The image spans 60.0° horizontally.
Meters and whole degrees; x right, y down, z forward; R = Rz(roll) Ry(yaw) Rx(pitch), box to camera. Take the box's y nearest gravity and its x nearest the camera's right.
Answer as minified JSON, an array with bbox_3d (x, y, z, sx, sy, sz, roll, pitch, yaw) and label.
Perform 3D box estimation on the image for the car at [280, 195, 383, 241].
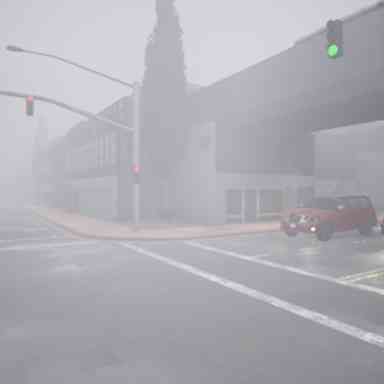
[{"bbox_3d":[6.956,1.193,16.694,5.566,2.045,2.150,0,0,-32],"label":"car"}]
